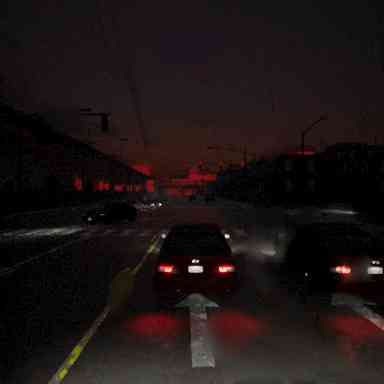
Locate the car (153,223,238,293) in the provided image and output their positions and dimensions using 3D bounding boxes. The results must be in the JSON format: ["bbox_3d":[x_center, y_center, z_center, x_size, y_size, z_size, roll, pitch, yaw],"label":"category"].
[{"bbox_3d":[0.091,1.544,8.962,2.033,1.411,5.357,0,0,0],"label":"car"}]

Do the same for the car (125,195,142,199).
[{"bbox_3d":[-10.429,1.457,57.227,1.882,1.535,5.008,0,0,0],"label":"car"}]

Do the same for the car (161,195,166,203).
[{"bbox_3d":[-6.861,1.577,66.342,1.895,1.301,4.718,0,0,1],"label":"car"}]

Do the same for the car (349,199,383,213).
[{"bbox_3d":[20.050,1.551,36.375,4.181,1.385,1.994,0,0,0],"label":"car"}]

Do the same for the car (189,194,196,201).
[{"bbox_3d":[0.207,1.510,83.246,2.033,1.411,5.357,0,0,0],"label":"car"}]

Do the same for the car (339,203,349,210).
[{"bbox_3d":[20.634,1.533,39.879,5.357,1.411,2.033,0,0,0],"label":"car"}]

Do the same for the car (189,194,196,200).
[{"bbox_3d":[0.232,1.466,93.755,1.837,1.490,4.892,0,0,0],"label":"car"}]

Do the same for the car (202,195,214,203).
[{"bbox_3d":[3.752,1.535,71.421,1.994,1.385,4.181,0,0,0],"label":"car"}]

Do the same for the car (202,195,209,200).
[{"bbox_3d":[3.733,1.490,94.008,1.812,1.442,4.674,0,0,0],"label":"car"}]

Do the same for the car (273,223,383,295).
[{"bbox_3d":[3.582,1.544,8.854,2.033,1.411,5.357,0,0,2],"label":"car"}]

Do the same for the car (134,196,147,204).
[{"bbox_3d":[-10.353,1.481,66.687,1.837,1.490,4.892,0,0,1],"label":"car"}]

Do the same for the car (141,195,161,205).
[{"bbox_3d":[-6.930,1.580,57.014,1.895,1.301,4.718,0,0,0],"label":"car"}]

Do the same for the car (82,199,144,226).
[{"bbox_3d":[-5.729,1.483,23.644,2.128,1.511,4.902,0,0,21],"label":"car"}]

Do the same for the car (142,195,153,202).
[{"bbox_3d":[-10.310,1.450,76.821,1.882,1.535,5.008,0,0,0],"label":"car"}]
